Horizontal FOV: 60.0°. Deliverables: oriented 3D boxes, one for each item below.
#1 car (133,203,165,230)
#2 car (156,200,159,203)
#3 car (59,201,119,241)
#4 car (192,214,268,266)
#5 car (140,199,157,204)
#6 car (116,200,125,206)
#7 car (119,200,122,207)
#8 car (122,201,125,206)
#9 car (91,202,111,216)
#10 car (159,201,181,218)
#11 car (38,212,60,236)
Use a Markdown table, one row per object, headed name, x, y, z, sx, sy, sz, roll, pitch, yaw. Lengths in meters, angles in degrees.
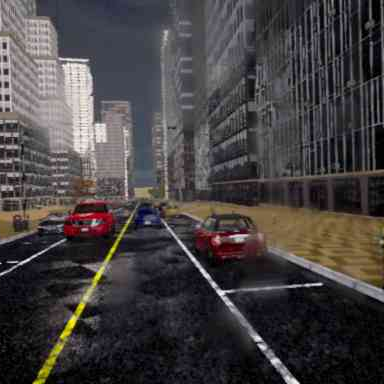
| name | x | y | z | sx | sy | sz | roll | pitch | yaw |
| --- | --- | --- | --- | --- | --- | --- | --- | --- | --- |
| car | -3.144 | 1.805 | 23.397 | 1.812 | 1.442 | 4.674 | -2 | 0 | -8 |
| car | -3.757 | 2.034 | 45.323 | 1.947 | 1.339 | 4.313 | -3 | 0 | -8 |
| car | -5.778 | 1.561 | 19.445 | 2.150 | 2.045 | 5.566 | -2 | 0 | -8 |
| car | 1.156 | 1.487 | 11.937 | 1.967 | 1.590 | 4.097 | -3 | 0 | -8 |
| car | -5.540 | 1.992 | 39.673 | 1.837 | 1.490 | 4.892 | -2 | 0 | -8 |
| car | -17.782 | 2.810 | 83.050 | 2.008 | 1.369 | 4.403 | -3 | 0 | -8 |
| car | -14.503 | 2.508 | 60.792 | 1.887 | 1.381 | 4.507 | -3 | 0 | -8 |
| car | -16.141 | 2.692 | 71.920 | 1.802 | 1.307 | 4.206 | -3 | 0 | -8 |
| car | -12.049 | 2.185 | 44.099 | 1.967 | 1.590 | 4.097 | -3 | 0 | -8 |
| car | -2.144 | 1.853 | 34.364 | 1.752 | 1.417 | 4.829 | -3 | 0 | -8 |
| car | -8.763 | 2.013 | 21.841 | 2.008 | 1.369 | 4.403 | -3 | 0 | -8 |
